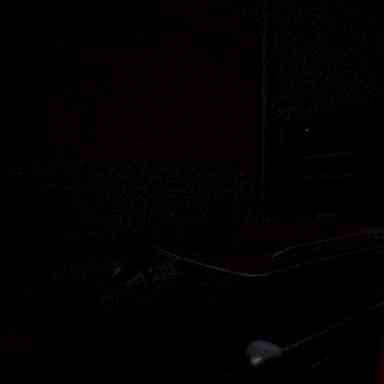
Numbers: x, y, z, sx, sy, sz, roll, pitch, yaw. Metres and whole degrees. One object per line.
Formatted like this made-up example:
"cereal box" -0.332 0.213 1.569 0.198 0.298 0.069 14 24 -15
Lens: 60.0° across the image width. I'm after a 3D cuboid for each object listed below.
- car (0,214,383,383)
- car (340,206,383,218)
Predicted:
"car" 0.434 1.307 3.093 5.009 1.841 2.192 0 1 -35
"car" 12.956 1.621 23.125 1.895 1.301 4.718 1 -2 -36
